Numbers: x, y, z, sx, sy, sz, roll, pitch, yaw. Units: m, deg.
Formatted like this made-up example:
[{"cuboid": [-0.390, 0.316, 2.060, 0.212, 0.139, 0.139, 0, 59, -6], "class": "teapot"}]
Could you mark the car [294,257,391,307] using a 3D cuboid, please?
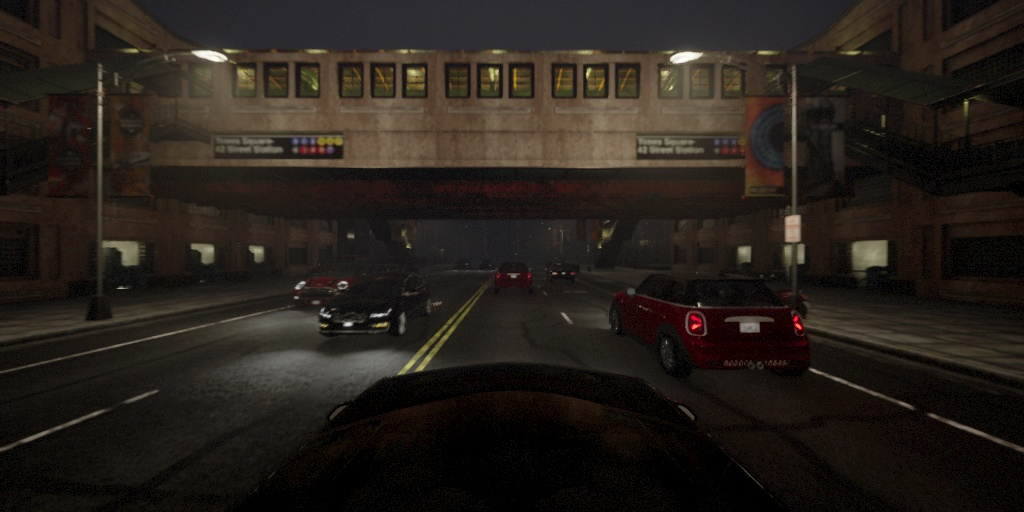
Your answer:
[{"cuboid": [-7.091, 1.087, 15.230, 2.097, 1.767, 4.553, 0, 0, 0], "class": "car"}]

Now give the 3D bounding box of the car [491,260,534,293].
[{"cuboid": [0.095, 1.082, 20.611, 2.097, 1.767, 4.553, 0, 0, 0], "class": "car"}]

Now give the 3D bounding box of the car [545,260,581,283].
[{"cuboid": [3.649, 1.270, 27.591, 2.033, 1.411, 5.357, 0, 0, 1], "class": "car"}]

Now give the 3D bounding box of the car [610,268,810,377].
[{"cuboid": [3.600, 1.096, 7.553, 2.097, 1.767, 4.553, 0, 0, 0], "class": "car"}]

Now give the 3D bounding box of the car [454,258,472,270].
[{"cuboid": [-6.921, 1.050, 50.692, 2.097, 1.767, 4.553, 0, 0, 0], "class": "car"}]

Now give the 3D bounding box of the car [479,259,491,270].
[{"cuboid": [-3.424, 1.206, 49.344, 1.837, 1.490, 4.892, 0, 0, 0], "class": "car"}]

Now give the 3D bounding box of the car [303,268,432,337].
[{"cuboid": [-3.597, 1.246, 10.302, 1.837, 1.490, 4.892, 0, 0, 0], "class": "car"}]
